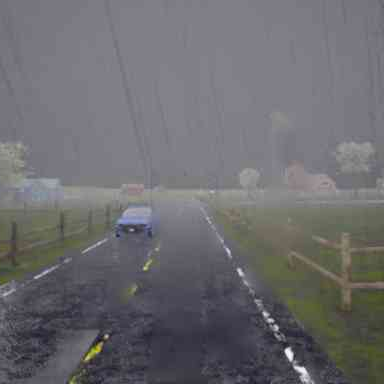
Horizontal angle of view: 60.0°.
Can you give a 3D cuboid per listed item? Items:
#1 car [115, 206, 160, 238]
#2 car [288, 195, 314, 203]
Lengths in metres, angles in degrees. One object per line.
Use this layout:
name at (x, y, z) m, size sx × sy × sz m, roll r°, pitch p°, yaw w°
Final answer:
car at (-2.846, 1.520, 18.177) m, size 1.882 × 1.535 × 5.008 m, roll 0°, pitch 0°, yaw 0°
car at (21.844, 1.379, 66.600) m, size 5.008 × 1.535 × 1.882 m, roll -1°, pitch 1°, yaw 0°
